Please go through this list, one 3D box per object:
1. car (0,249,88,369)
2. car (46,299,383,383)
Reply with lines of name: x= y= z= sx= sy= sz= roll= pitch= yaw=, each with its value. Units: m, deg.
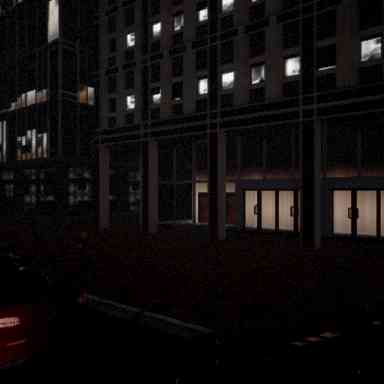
car: x=-3.327 y=1.582 z=5.246 sx=4.206 sy=1.307 sz=1.802 roll=0 pitch=0 yaw=36
car: x=1.273 y=1.566 z=1.966 sx=4.313 sy=1.339 sz=1.947 roll=0 pitch=0 yaw=35
